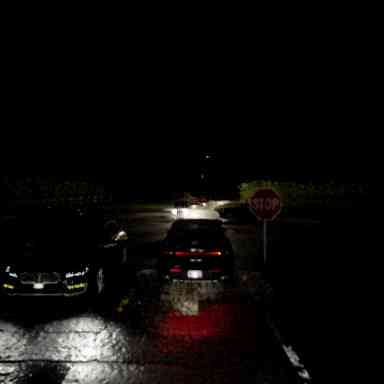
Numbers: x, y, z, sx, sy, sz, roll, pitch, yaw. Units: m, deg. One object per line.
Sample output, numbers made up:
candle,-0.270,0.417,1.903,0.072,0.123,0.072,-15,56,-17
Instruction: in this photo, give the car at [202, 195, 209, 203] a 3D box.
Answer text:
car,2.028,1.341,66.722,2.097,1.767,4.553,0,0,12

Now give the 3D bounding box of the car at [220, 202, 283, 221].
car,4.716,1.499,26.860,5.008,1.535,1.882,0,0,4

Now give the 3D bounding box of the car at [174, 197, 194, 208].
car,-1.315,1.579,46.738,1.895,1.301,4.718,0,0,6

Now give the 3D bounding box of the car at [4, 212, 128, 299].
car,-2.886,1.497,8.626,1.837,1.490,4.892,0,0,-1

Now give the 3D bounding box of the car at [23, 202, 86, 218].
car,-11.507,1.513,27.929,4.718,1.301,1.895,0,0,3

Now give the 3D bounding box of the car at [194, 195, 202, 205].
car,0.065,1.543,56.630,1.994,1.385,4.181,0,0,9

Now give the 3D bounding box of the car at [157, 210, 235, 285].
car,0.162,1.497,9.485,1.837,1.490,4.892,0,0,2
